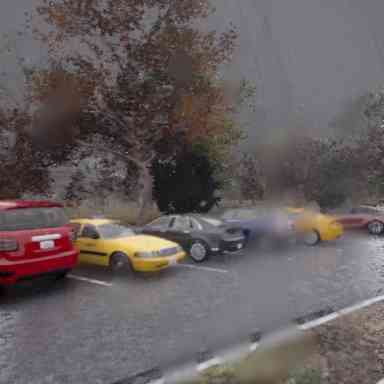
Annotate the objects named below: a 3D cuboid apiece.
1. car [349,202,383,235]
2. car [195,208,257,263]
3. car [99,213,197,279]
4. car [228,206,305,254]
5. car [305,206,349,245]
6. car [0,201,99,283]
[{"bbox_3d":[9.049,1.537,19.166,4.792,1.488,2.163,-1,-1,33],"label":"car"},{"bbox_3d":[-0.455,1.508,12.098,4.892,1.521,2.231,-1,0,34],"label":"car"},{"bbox_3d":[-2.710,1.502,10.264,5.366,1.575,1.946,-1,-1,34],"label":"car"},{"bbox_3d":[1.965,1.381,13.833,4.553,1.767,2.185,-1,-1,34],"label":"car"},{"bbox_3d":[4.336,1.507,15.598,5.008,1.535,2.097,-1,-1,34],"label":"car"},{"bbox_3d":[-5.308,1.256,8.648,5.566,2.045,2.435,-1,-1,34],"label":"car"}]
